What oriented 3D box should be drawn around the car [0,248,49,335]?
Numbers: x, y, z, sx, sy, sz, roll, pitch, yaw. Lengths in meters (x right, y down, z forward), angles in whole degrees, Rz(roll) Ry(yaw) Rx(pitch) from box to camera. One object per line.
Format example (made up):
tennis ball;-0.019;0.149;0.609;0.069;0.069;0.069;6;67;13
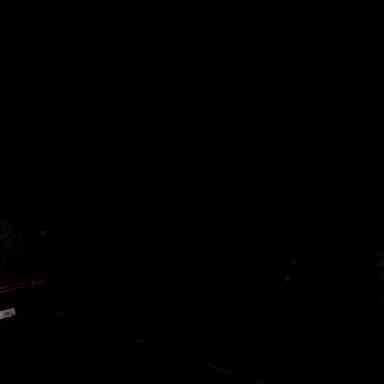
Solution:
car;-4.415;1.594;6.000;4.507;1.381;1.887;-1;0;36
